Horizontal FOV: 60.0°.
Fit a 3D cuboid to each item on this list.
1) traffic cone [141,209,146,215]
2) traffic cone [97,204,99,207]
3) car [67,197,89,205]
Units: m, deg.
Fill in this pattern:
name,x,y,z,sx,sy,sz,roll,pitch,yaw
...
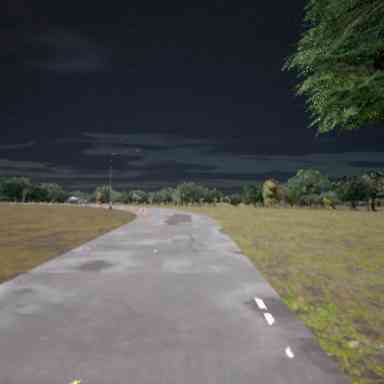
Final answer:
name,x,y,z,sx,sy,sz,roll,pitch,yaw
traffic cone,-4.646,1.990,33.004,0.340,0.580,0.340,0,0,-11
traffic cone,-15.184,2.081,53.833,0.340,0.580,0.340,1,-1,-43
car,-21.065,1.648,61.365,4.902,1.511,2.128,0,-1,34
